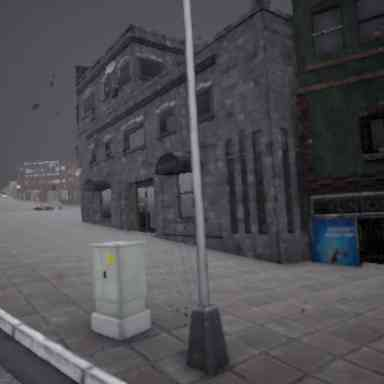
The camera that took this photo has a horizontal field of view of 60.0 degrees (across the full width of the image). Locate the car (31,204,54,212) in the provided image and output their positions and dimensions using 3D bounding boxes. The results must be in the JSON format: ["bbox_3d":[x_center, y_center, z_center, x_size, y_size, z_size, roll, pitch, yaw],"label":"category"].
[{"bbox_3d":[-26.792,2.858,59.606,1.895,1.301,4.718,-4,-2,4],"label":"car"}]
